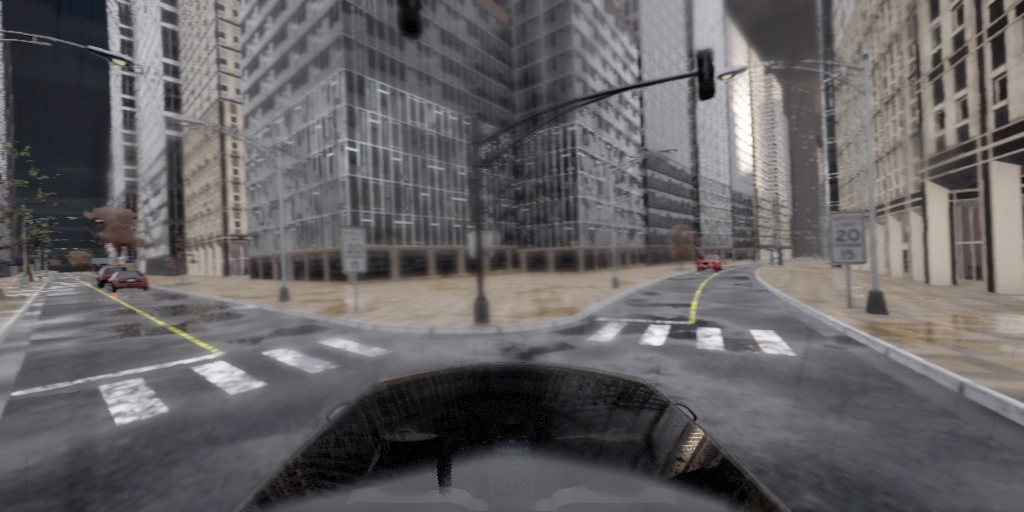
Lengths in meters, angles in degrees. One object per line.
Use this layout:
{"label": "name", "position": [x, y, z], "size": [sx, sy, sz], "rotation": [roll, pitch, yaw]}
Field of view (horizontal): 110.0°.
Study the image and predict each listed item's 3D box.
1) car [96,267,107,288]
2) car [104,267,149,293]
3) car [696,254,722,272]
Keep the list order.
{"label": "car", "position": [-41.111, 2.149, 37.070], "size": [5.566, 2.045, 2.150], "rotation": [-2, 0, 38]}
{"label": "car", "position": [-32.501, 2.033, 30.328], "size": [4.553, 1.767, 2.097], "rotation": [-2, 0, 39]}
{"label": "car", "position": [23.485, 0.827, 42.686], "size": [2.150, 2.045, 5.566], "rotation": [-2, -1, 37]}
